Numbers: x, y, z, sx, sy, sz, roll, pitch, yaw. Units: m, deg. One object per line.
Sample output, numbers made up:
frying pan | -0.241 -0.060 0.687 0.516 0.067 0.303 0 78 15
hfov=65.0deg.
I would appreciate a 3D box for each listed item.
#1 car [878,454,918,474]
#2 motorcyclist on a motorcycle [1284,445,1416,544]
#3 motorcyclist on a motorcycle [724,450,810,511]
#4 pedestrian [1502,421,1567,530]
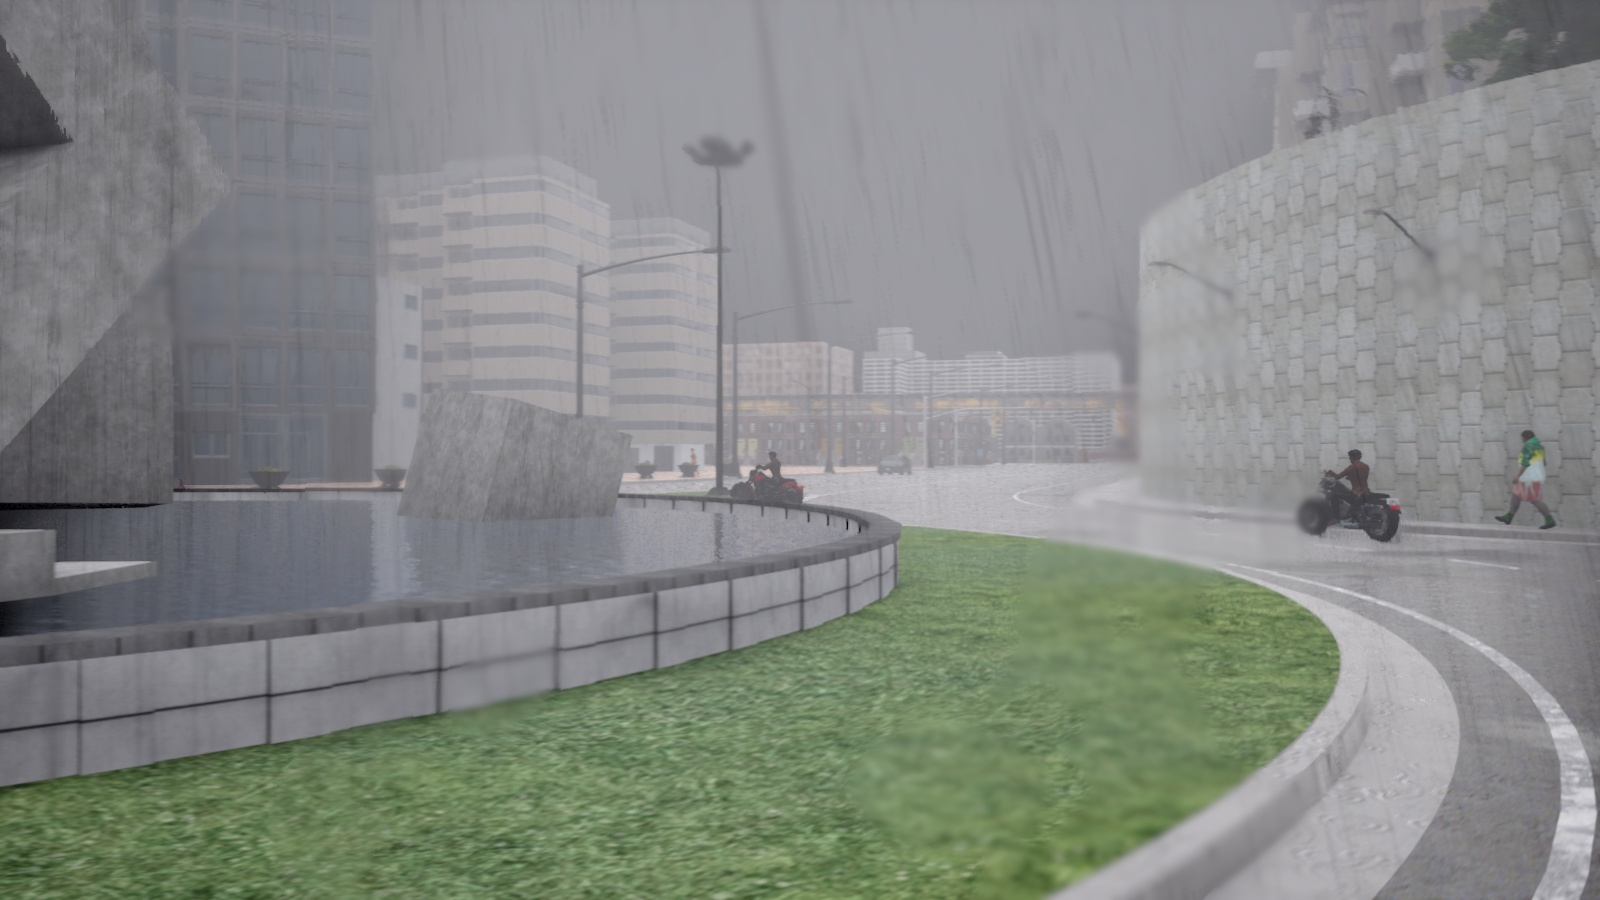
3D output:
car | 7.523 1.066 95.724 2.007 1.525 4.514 0 0 19
motorcyclist on a motorcycle | 9.747 0.757 22.385 0.766 1.649 2.350 -1 0 -18
motorcyclist on a motorcycle | -0.936 0.846 35.262 2.350 1.649 0.766 -1 0 31
pedestrian | 13.469 0.452 23.019 0.659 1.952 0.873 0 0 -44
